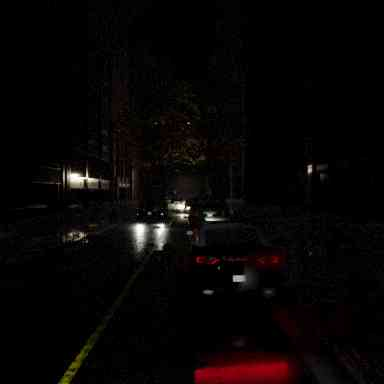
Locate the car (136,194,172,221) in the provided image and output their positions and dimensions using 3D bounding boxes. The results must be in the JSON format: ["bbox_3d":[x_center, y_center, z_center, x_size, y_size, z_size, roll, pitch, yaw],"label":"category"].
[{"bbox_3d":[-3.147,1.231,27.387,2.150,2.045,5.566,0,0,0],"label":"car"}]

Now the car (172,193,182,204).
[{"bbox_3d":[-3.119,1.277,68.095,2.150,2.045,5.566,0,0,0],"label":"car"}]

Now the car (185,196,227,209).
[{"bbox_3d":[0.868,1.229,18.761,2.150,2.045,5.566,0,0,0],"label":"car"}]

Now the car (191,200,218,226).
[{"bbox_3d":[0.857,1.464,24.920,1.801,1.575,5.366,0,0,0],"label":"car"}]

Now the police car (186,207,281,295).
[{"bbox_3d":[0.885,1.426,8.840,1.930,1.638,5.238,0,0,0],"label":"police car"}]

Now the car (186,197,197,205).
[{"bbox_3d":[-0.104,1.645,60.141,1.895,1.301,4.718,0,0,0],"label":"car"}]
